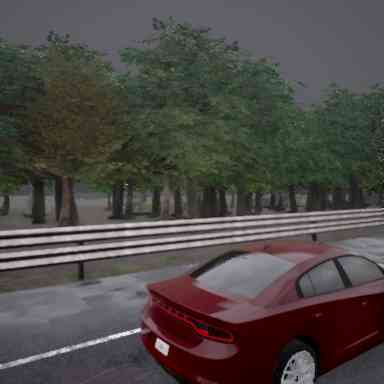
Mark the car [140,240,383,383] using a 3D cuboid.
[{"bbox_3d":[1.699,1.474,4.956,5.008,1.535,1.882,0,0,-35],"label":"car"}]
